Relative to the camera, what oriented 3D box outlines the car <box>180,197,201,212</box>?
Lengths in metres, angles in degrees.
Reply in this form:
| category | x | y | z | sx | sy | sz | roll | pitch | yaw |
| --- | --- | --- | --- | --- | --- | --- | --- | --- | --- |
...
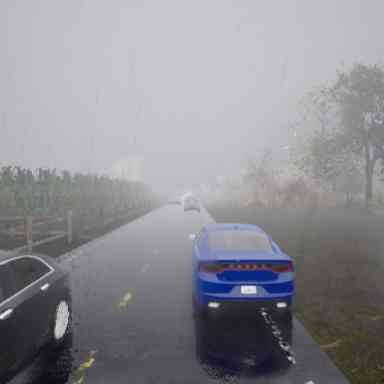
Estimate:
| category | x | y | z | sx | sy | sz | roll | pitch | yaw |
| --- | --- | --- | --- | --- | --- | --- | --- | --- | --- |
| car | 0.019 | 1.596 | 39.246 | 2.033 | 1.411 | 5.357 | 0 | 0 | 0 |

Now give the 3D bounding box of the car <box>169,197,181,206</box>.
| category | x | y | z | sx | sy | sz | roll | pitch | yaw |
| --- | --- | --- | --- | --- | --- | --- | --- | --- | --- |
| car | -2.853 | 1.530 | 55.965 | 1.882 | 1.535 | 5.008 | 0 | 0 | 0 |

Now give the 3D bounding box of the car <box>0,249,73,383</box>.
| category | x | y | z | sx | sy | sz | roll | pitch | yaw |
| --- | --- | --- | --- | --- | --- | --- | --- | --- | --- |
| car | -2.856 | 1.511 | 3.604 | 1.837 | 1.490 | 4.892 | 0 | 0 | 0 |

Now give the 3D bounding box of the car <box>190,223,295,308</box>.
| category | x | y | z | sx | sy | sz | roll | pitch | yaw |
| --- | --- | --- | --- | --- | --- | --- | --- | --- | --- |
| car | 0.948 | 1.492 | 8.052 | 1.882 | 1.535 | 5.008 | 0 | 0 | 0 |
